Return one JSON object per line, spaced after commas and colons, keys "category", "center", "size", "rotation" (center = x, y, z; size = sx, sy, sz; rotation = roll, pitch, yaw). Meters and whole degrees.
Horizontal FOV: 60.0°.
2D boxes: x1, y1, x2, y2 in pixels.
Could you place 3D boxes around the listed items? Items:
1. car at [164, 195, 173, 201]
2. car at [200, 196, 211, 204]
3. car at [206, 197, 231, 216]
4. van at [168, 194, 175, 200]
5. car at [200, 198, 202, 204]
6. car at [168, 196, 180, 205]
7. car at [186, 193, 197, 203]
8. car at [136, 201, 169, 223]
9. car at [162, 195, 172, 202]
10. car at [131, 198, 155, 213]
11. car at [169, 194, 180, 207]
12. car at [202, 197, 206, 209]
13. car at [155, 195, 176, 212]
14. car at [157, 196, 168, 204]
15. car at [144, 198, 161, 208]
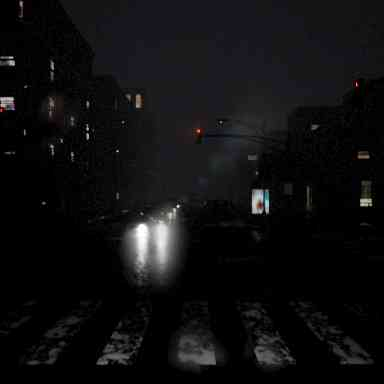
{"category": "car", "center": [-5.846, 1.576, 82.904], "size": [1.752, 1.417, 4.829], "rotation": [-1, 0, 0]}
{"category": "car", "center": [2.566, 1.578, 66.012], "size": [2.008, 1.369, 4.403], "rotation": [-1, 0, 0]}
{"category": "car", "center": [2.627, 1.440, 31.832], "size": [1.967, 1.590, 4.097], "rotation": [0, 0, 0]}
{"category": "van", "center": [-5.868, 1.411, 94.468], "size": [1.690, 1.788, 3.998], "rotation": [-1, 0, 0]}
{"category": "car", "center": [2.597, 1.561, 48.922], "size": [2.008, 1.369, 4.403], "rotation": [0, 0, 0]}
{"category": "car", "center": [-3.163, 1.497, 59.035], "size": [1.882, 1.535, 5.008], "rotation": [0, 0, 1]}
{"category": "car", "center": [-0.037, 1.255, 70.640], "size": [2.150, 2.045, 5.566], "rotation": [0, 0, 0]}
{"category": "car", "center": [-2.963, 1.597, 25.728], "size": [1.895, 1.301, 4.718], "rotation": [0, 0, -4]}
{"category": "car", "center": [-5.837, 1.482, 77.377], "size": [1.967, 1.590, 4.097], "rotation": [0, 0, 0]}
{"category": "car", "center": [-5.763, 1.553, 37.501], "size": [2.008, 1.369, 4.403], "rotation": [0, 0, 0]}
{"category": "car", "center": [-3.181, 1.515, 48.837], "size": [1.837, 1.490, 4.892], "rotation": [0, 0, 0]}
{"category": "car", "center": [2.607, 1.589, 43.225], "size": [1.802, 1.307, 4.206], "rotation": [0, 0, 0]}
{"category": "car", "center": [-3.168, 1.481, 38.175], "size": [1.882, 1.535, 5.008], "rotation": [0, 0, 0]}
{"category": "car", "center": [-5.814, 1.552, 65.815], "size": [1.752, 1.417, 4.829], "rotation": [0, 0, 0]}
{"category": "car", "center": [-5.784, 1.562, 48.895], "size": [2.008, 1.369, 4.403], "rotation": [0, 0, 0]}
